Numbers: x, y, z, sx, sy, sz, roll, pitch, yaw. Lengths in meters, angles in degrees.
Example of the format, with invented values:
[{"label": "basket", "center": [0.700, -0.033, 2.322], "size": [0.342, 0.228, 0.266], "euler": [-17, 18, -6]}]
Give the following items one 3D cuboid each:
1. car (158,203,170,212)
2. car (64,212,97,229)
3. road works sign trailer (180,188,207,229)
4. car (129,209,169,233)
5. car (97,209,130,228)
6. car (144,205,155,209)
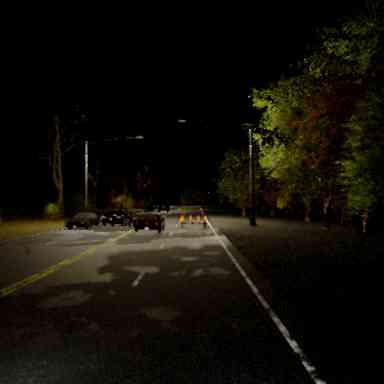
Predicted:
[{"label": "car", "center": [-5.971, 3.330, 70.415], "size": [2.150, 2.045, 5.566], "euler": [0, -2, 1]}, {"label": "car", "center": [-9.739, 2.567, 30.296], "size": [2.033, 1.411, 5.357], "euler": [0, -2, 0]}, {"label": "road works sign trailer", "center": [0.129, 1.420, 30.296], "size": [2.380, 3.560, 2.880], "euler": [0, -2, 1]}, {"label": "car", "center": [-2.998, 2.184, 24.222], "size": [1.895, 1.301, 4.718], "euler": [2, -2, 0]}, {"label": "car", "center": [-6.503, 2.295, 29.243], "size": [1.837, 1.490, 4.892], "euler": [0, -9, 1]}, {"label": "car", "center": [-9.199, 3.632, 71.864], "size": [1.837, 1.490, 4.892], "euler": [0, -2, 1]}]
